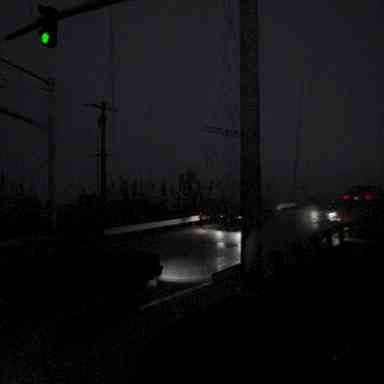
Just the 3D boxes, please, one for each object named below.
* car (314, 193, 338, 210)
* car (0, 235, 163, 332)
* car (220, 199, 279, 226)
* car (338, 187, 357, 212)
[{"bbox_3d":[12.913,0.828,30.625,1.882,1.535,5.008,-1,-1,43],"label":"car"},{"bbox_3d":[-3.029,1.618,6.880,2.033,1.411,5.357,-1,0,39],"label":"car"},{"bbox_3d":[3.634,1.200,20.372,1.837,1.490,4.892,-1,2,41],"label":"car"},{"bbox_3d":[13.925,0.543,26.459,2.150,2.045,5.566,-1,0,43],"label":"car"}]
